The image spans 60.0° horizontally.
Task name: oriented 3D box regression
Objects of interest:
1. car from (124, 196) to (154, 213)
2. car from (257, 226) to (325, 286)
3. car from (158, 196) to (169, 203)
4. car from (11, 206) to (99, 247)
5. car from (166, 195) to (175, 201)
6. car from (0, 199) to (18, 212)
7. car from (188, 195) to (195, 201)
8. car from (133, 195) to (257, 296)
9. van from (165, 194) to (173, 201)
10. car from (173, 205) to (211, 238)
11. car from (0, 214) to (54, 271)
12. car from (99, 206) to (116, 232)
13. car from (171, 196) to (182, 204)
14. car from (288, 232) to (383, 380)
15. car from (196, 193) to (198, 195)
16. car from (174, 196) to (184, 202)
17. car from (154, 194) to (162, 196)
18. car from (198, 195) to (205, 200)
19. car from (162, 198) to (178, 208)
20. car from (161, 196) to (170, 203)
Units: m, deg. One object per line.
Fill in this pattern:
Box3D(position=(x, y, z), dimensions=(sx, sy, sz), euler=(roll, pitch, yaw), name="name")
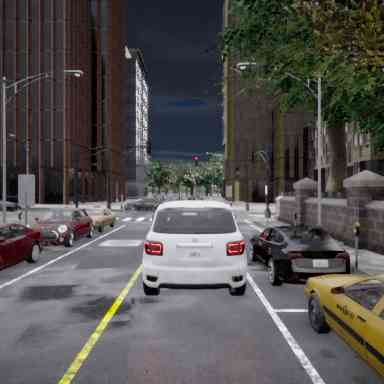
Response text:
Box3D(position=(-4.641, 1.443, 34.798), dimensions=(4.892, 1.490, 1.837), euler=(1, 0, 0), name="car")
Box3D(position=(2.755, 1.566, 9.208), dimensions=(1.947, 1.339, 4.313), euler=(0, 0, 0), name="car")
Box3D(position=(-5.803, 1.599, 68.398), dimensions=(1.802, 1.307, 4.206), euler=(0, 0, 0), name="car")
Box3D(position=(-5.773, 1.440, 14.658), dimensions=(1.967, 1.590, 4.097), euler=(0, 0, 0), name="car")
Box3D(position=(-5.816, 1.582, 90.149), dimensions=(2.008, 1.369, 4.403), euler=(0, 0, 0), name="car")
Box3D(position=(-19.190, 1.201, 31.509), dimensions=(5.357, 1.411, 2.033), euler=(1, 0, -5), name="car")
Box3D(position=(-0.052, 1.530, 88.561), dimensions=(1.837, 1.490, 4.892), euler=(0, 0, 0), name="car")
Box3D(position=(0.061, 1.221, 8.799), dimensions=(2.150, 2.045, 5.566), euler=(0, 0, 0), name="car")
Box3D(position=(-5.813, 1.369, 84.711), dimensions=(1.690, 1.788, 3.998), euler=(0, 0, 0), name="van")
Box3D(position=(0.013, 1.526, 18.444), dimensions=(1.812, 1.442, 4.674), euler=(0, 0, 1), name="car")
Box3D(position=(-5.770, 1.544, 9.201), dimensions=(1.887, 1.381, 4.507), euler=(0, 0, 0), name="car")
Box3D(position=(-5.776, 1.526, 19.945), dimensions=(1.752, 1.417, 4.829), euler=(0, 0, 0), name="car")
Box3D(position=(-3.061, 1.581, 66.956), dimensions=(1.994, 1.385, 4.181), euler=(0, 0, 1), name="car")
Box3D(position=(2.758, 1.525, 3.921), dimensions=(1.752, 1.417, 4.829), euler=(0, 0, 0), name="car")
Box3D(position=(-0.046, 1.548, 78.655), dimensions=(1.812, 1.442, 4.674), euler=(0, 0, 0), name="car")
Box3D(position=(-3.045, 1.556, 77.295), dimensions=(2.033, 1.411, 5.357), euler=(0, 0, 0), name="car")
Box3D(position=(-5.798, 1.327, 57.523), dimensions=(2.192, 1.841, 5.009), euler=(0, 0, 0), name="car")
Box3D(position=(2.706, 1.561, 95.761), dimensions=(1.752, 1.417, 4.829), euler=(0, 0, 0), name="car")
Box3D(position=(-3.124, 1.572, 48.086), dimensions=(1.994, 1.385, 4.181), euler=(0, 0, 0), name="car")
Box3D(position=(-5.807, 1.546, 73.666), dimensions=(1.752, 1.417, 4.829), euler=(0, 0, 0), name="car")
